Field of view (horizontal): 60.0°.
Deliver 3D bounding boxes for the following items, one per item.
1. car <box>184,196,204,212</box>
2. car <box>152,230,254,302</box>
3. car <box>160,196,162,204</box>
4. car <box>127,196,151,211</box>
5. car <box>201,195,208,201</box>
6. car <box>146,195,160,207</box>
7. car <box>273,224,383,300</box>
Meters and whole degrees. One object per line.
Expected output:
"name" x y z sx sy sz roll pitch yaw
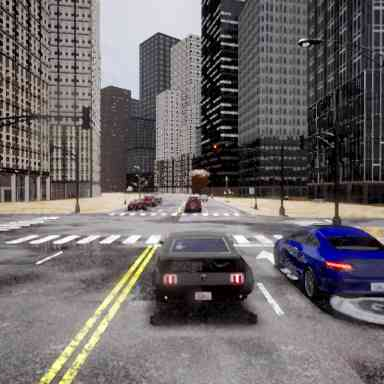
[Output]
"car" 0.134 1.486 38.762 1.812 1.442 4.674 0 0 1
"car" 0.114 1.596 8.245 1.895 1.301 4.718 0 0 -2
"car" -6.482 1.404 60.852 2.128 1.511 4.902 0 0 0
"car" -6.522 1.522 40.312 1.994 1.385 4.181 0 0 0
"car" 2.849 1.380 80.515 1.812 1.442 4.674 0 0 -4
"car" -6.503 1.288 50.561 2.097 1.767 4.553 0 0 0
"car" 3.356 1.521 8.212 1.812 1.442 4.674 0 0 1
